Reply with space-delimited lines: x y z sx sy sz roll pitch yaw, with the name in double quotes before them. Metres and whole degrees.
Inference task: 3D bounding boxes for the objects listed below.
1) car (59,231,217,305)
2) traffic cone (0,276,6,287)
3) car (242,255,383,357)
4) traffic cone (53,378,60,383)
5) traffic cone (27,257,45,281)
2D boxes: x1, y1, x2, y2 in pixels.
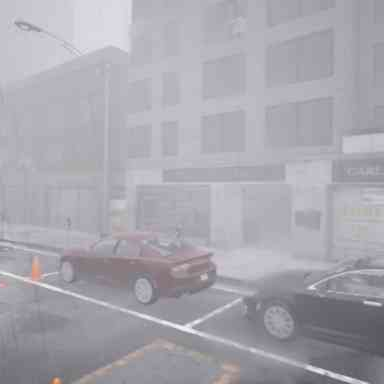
"car" -1.533 1.648 8.281 4.507 1.381 1.887 0 0 37
"traffic cone" -4.830 2.035 8.211 0.340 0.580 0.340 0 -1 37
"car" 2.872 1.642 4.979 4.403 1.369 2.008 0 0 37
"traffic cone" -1.228 1.992 3.012 0.340 0.580 0.340 0 -1 37
"traffic cone" -4.230 2.050 9.011 0.340 0.580 0.340 0 -1 37
